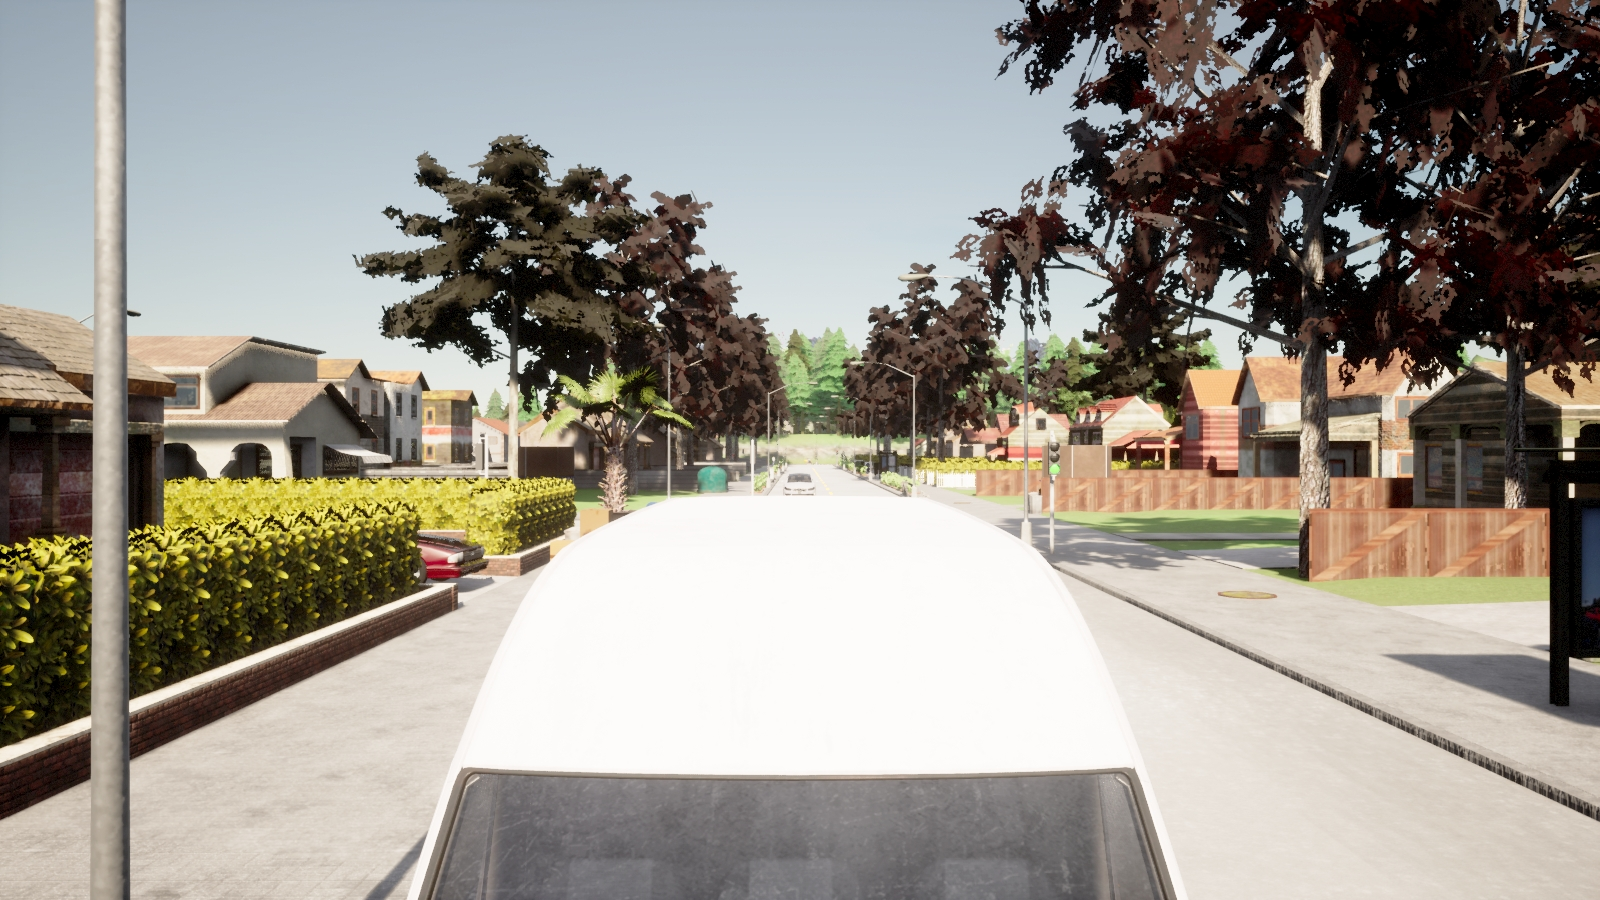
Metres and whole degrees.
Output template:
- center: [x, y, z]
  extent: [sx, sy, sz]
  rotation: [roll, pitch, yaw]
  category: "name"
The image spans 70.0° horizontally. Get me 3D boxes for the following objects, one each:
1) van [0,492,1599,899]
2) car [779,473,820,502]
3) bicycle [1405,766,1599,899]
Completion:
- center: [0.002, 1.537, 4.030]
  extent: [1.988, 2.561, 5.915]
  rotation: [0, 0, 0]
  category: "van"
- center: [-0.024, 2.087, 64.511]
  extent: [2.231, 1.480, 4.892]
  rotation: [0, 0, 0]
  category: "car"
- center: [2.687, 2.062, 3.845]
  extent: [0.329, 1.471, 1.835]
  rotation: [0, 1, 0]
  category: "bicycle"
